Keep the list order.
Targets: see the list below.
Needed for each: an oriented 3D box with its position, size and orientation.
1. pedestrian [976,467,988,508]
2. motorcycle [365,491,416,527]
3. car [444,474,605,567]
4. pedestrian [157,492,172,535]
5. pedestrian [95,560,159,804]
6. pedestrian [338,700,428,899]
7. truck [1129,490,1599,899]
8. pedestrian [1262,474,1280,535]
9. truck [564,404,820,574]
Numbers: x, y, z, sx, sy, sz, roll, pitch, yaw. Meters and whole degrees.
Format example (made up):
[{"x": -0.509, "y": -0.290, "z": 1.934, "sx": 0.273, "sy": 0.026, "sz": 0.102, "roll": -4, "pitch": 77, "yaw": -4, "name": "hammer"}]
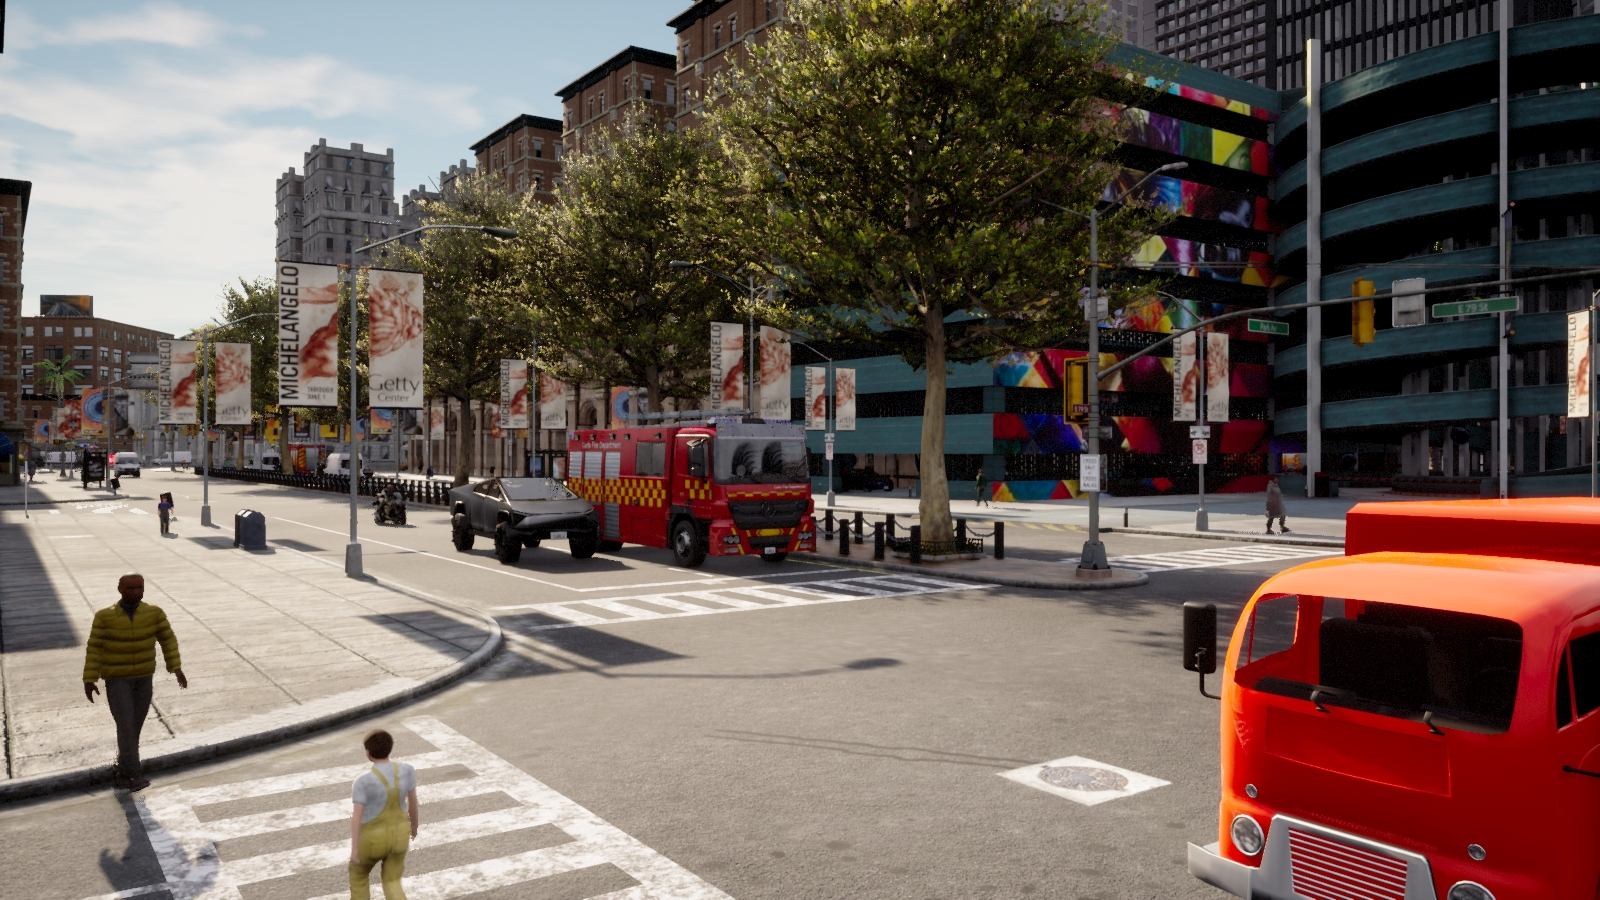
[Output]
[{"x": 8.238, "y": 1.683, "z": 51.618, "sx": 0.375, "sy": 1.860, "sz": 0.375, "roll": 0, "pitch": 0, "yaw": -33, "name": "pedestrian"}, {"x": -15.336, "y": 2.200, "z": 42.728, "sx": 2.209, "sy": 1.251, "sz": 0.867, "roll": 0, "pitch": 0, "yaw": 43, "name": "motorcycle"}, {"x": -7.523, "y": 1.749, "z": 30.614, "sx": 2.390, "sy": 2.098, "sz": 6.274, "roll": 0, "pitch": 0, "yaw": -31, "name": "car"}, {"x": -19.770, "y": 1.974, "z": 35.542, "sx": 0.375, "sy": 1.300, "sz": 0.375, "roll": 0, "pitch": 0, "yaw": -26, "name": "pedestrian"}, {"x": -5.441, "y": 1.848, "z": 9.234, "sx": 0.375, "sy": 1.860, "sz": 0.375, "roll": 0, "pitch": 0, "yaw": -43, "name": "pedestrian"}, {"x": -2.374, "y": 2.127, "z": 6.498, "sx": 0.375, "sy": 1.300, "sz": 0.375, "roll": 0, "pitch": 0, "yaw": -39, "name": "pedestrian"}, {"x": 4.832, "y": 1.567, "z": 7.165, "sx": 5.204, "sy": 2.467, "sz": 2.627, "roll": 0, "pitch": 0, "yaw": -35, "name": "truck"}, {"x": 14.643, "y": 1.687, "z": 35.491, "sx": 0.375, "sy": 1.860, "sz": 0.375, "roll": 0, "pitch": 0, "yaw": -36, "name": "pedestrian"}, {"x": -3.137, "y": 0.885, "z": 30.043, "sx": 2.891, "sy": 3.827, "sz": 8.468, "roll": 0, "pitch": 0, "yaw": -35, "name": "truck"}]
